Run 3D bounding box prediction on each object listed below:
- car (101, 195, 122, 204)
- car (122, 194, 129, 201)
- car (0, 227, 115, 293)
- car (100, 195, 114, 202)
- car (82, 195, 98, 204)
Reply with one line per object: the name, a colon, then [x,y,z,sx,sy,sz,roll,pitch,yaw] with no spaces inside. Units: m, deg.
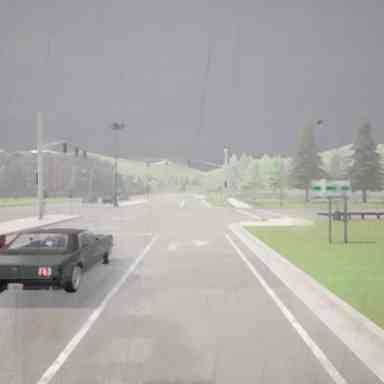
car: [-15.001,1.375,61.052,2.033,1.411,5.357,0,0,0]
car: [-15.002,1.291,73.133,1.837,1.490,4.892,0,0,0]
car: [-3.434,1.576,8.735,1.895,1.301,4.718,0,0,0]
car: [-18.502,1.345,72.812,1.994,1.385,4.181,0,0,0]
car: [-18.504,1.320,60.666,2.128,1.511,4.902,0,0,0]
